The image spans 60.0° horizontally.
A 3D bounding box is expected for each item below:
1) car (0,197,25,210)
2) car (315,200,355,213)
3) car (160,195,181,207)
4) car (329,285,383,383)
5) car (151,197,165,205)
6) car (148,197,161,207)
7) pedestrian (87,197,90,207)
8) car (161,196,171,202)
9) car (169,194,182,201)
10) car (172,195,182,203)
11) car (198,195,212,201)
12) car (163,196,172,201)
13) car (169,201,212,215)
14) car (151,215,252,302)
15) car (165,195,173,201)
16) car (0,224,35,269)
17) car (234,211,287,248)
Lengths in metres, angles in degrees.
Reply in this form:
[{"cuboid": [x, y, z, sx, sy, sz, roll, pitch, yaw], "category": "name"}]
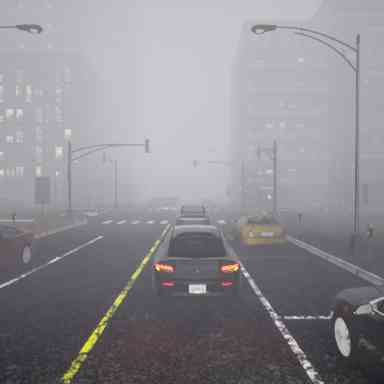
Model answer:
[{"cuboid": [-21.738, 1.275, 37.965, 4.829, 1.417, 1.752, 0, 0, 1], "category": "car"}, {"cuboid": [16.238, 1.623, 37.545, 4.403, 1.369, 2.008, 0, 0, 1], "category": "car"}, {"cuboid": [-3.195, 1.537, 50.390, 2.033, 1.411, 5.357, 0, 0, 0], "category": "car"}, {"cuboid": [2.801, 1.550, 3.096, 2.008, 1.369, 4.403, -1, 0, 0], "category": "car"}, {"cuboid": [-5.821, 1.554, 57.976, 1.947, 1.339, 4.313, -1, 0, 0], "category": "car"}, {"cuboid": [-5.809, 1.514, 52.152, 1.752, 1.417, 4.829, -1, 0, 0], "category": "car"}, {"cuboid": [-12.632, 1.200, 40.830, 0.375, 1.300, 0.375, 0, 0, 1], "category": "pedestrian"}, {"cuboid": [-5.855, 1.531, 74.940, 1.887, 1.381, 4.507, -1, 0, 0], "category": "car"}, {"cuboid": [-3.195, 1.479, 60.341, 2.128, 1.511, 4.902, 0, 0, 0], "category": "car"}, {"cuboid": [-3.143, 1.487, 70.538, 1.837, 1.490, 4.892, 0, 0, 0], "category": "car"}, {"cuboid": [2.559, 1.539, 57.994, 2.008, 1.369, 4.403, -1, 0, 0], "category": "car"}, {"cuboid": [-5.866, 1.568, 80.594, 1.802, 1.307, 4.206, -1, 0, 0], "category": "car"}, {"cuboid": [0.053, 1.487, 18.177, 2.128, 1.511, 4.902, 0, 0, 0], "category": "car"}, {"cuboid": [0.083, 1.523, 8.102, 1.812, 1.442, 4.674, 0, 0, 0], "category": "car"}, {"cuboid": [-5.879, 1.530, 86.249, 1.887, 1.381, 4.507, -1, 0, 0], "category": "car"}, {"cuboid": [-5.849, 1.542, 8.780, 1.887, 1.381, 4.507, -1, 0, 0], "category": "car"}, {"cuboid": [2.778, 1.521, 14.554, 1.752, 1.417, 4.829, -1, 0, 0], "category": "car"}]
